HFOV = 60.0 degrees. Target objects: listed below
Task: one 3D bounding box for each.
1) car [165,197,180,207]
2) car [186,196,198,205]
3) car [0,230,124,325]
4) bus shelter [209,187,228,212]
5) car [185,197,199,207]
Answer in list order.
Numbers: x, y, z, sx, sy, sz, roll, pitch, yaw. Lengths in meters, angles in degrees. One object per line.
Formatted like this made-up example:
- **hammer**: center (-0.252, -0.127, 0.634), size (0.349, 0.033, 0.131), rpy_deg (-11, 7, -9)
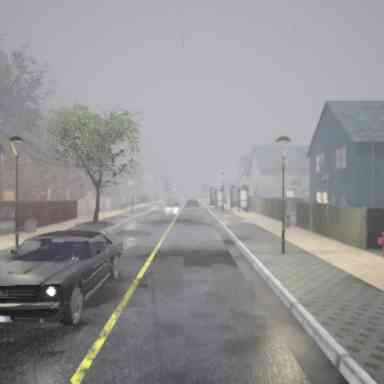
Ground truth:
- **car**: center (-2.811, 1.423, 48.298), size (2.128, 1.511, 4.902), rpy_deg (0, 0, 0)
- **car**: center (0.011, 1.501, 58.735), size (2.033, 1.411, 5.357), rpy_deg (0, 0, 0)
- **car**: center (-2.840, 1.574, 7.153), size (1.895, 1.301, 4.718), rpy_deg (0, 0, 0)
- **bus shelter**: center (3.010, 0.800, 38.769), size (1.920, 2.740, 3.880), rpy_deg (0, 0, 0)
- **car**: center (0.028, 1.494, 48.955), size (1.994, 1.385, 4.181), rpy_deg (0, 0, 0)
